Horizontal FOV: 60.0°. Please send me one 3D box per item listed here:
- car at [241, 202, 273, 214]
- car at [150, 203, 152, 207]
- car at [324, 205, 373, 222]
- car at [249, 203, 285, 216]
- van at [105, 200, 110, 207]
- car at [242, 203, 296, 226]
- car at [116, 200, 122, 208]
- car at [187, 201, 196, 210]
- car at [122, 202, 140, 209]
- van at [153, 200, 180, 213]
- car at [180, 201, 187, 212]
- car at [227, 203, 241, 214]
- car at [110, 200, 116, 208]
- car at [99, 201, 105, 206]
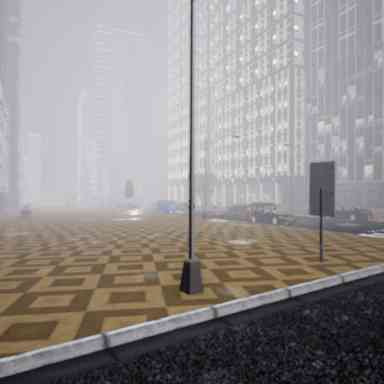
[{"bbox_3d":[6.938,1.701,30.479,2.097,1.767,4.553,0,-1,-26],"label":"car"},{"bbox_3d":[-8.215,2.822,75.225,1.802,1.307,4.206,-1,-1,-26],"label":"car"},{"bbox_3d":[13.761,1.864,29.627,2.008,1.369,4.403,-1,-1,-26],"label":"car"},{"bbox_3d":[8.878,2.079,39.760,1.947,1.339,4.313,-1,-1,-26],"label":"car"},{"bbox_3d":[-18.210,2.646,76.656,1.690,1.788,3.998,-1,-1,-26],"label":"van"},{"bbox_3d":[6.212,1.821,25.988,2.008,1.369,4.403,-1,-1,-26],"label":"car"},{"bbox_3d":[-13.250,2.613,66.369,1.752,1.417,4.829,-1,-1,-26],"label":"car"},{"bbox_3d":[-1.046,2.319,54.257,1.837,1.490,4.892,0,-1,-24],"label":"car"},{"bbox_3d":[-10.881,2.536,61.455,2.008,1.369,4.403,-1,-1,-26],"label":"car"},{"bbox_3d":[-3.559,2.014,46.258,1.690,1.788,3.998,-1,-1,-26],"label":"van"},{"bbox_3d":[-2.979,2.113,51.152,2.097,1.767,4.553,0,-1,-25],"label":"car"},{"bbox_3d":[6.436,2.180,44.827,1.947,1.339,4.313,-1,-1,-26],"label":"car"},{"bbox_3d":[-15.765,2.742,71.588,1.887,1.381,4.507,-1,-1,-26],"label":"car"},{"bbox_3d":[-23.089,3.065,86.786,1.887,1.381,4.507,-1,-1,-26],"label":"car"}]
